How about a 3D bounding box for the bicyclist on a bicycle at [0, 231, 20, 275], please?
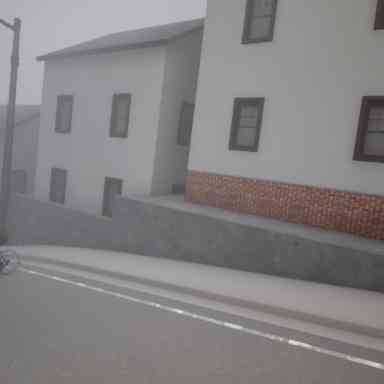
[{"bbox_3d":[-5.242,1.427,8.500,0.582,1.620,1.656,1,1,36],"label":"bicyclist on a bicycle"}]
